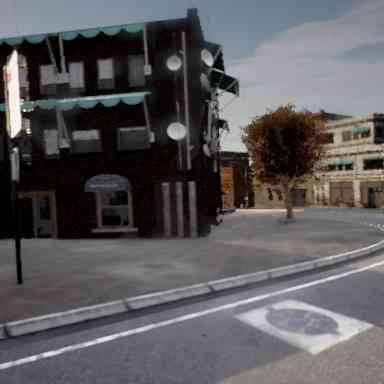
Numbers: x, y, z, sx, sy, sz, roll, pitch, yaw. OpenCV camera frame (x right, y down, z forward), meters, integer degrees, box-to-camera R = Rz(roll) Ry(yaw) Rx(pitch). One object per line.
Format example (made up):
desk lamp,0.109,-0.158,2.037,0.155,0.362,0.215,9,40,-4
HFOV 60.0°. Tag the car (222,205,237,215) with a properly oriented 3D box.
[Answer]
car,4.058,2.586,48.333,2.033,1.411,5.357,-4,0,-35
